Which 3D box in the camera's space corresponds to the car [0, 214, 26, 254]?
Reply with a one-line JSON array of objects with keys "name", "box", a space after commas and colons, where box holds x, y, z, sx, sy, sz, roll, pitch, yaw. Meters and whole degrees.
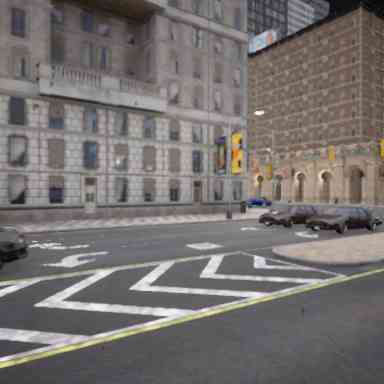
[{"name": "car", "box": [-8.735, 1.592, 11.969, 4.718, 1.301, 1.895, 0, 0, -33]}]

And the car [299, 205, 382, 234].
[{"name": "car", "box": [8.965, 1.558, 19.445, 5.357, 1.411, 2.033, 0, 0, -34]}]

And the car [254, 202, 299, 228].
[{"name": "car", "box": [6.928, 1.556, 22.294, 5.357, 1.411, 2.033, 0, 0, -34]}]

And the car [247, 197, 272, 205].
[{"name": "car", "box": [10.748, 1.493, 51.944, 1.882, 1.535, 5.008, 0, 0, -34]}]

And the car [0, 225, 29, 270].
[{"name": "car", "box": [-6.967, 1.519, 8.925, 4.674, 1.442, 1.812, 0, 0, -34]}]

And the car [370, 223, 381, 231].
[{"name": "car", "box": [6.644, 1.514, 8.161, 4.892, 1.490, 1.837, 0, 0, -34]}]
